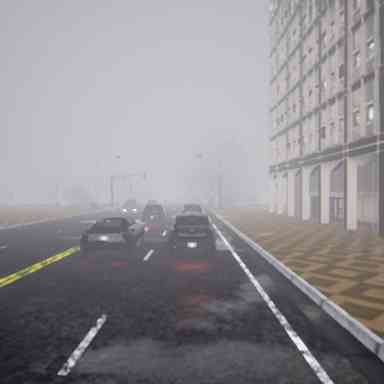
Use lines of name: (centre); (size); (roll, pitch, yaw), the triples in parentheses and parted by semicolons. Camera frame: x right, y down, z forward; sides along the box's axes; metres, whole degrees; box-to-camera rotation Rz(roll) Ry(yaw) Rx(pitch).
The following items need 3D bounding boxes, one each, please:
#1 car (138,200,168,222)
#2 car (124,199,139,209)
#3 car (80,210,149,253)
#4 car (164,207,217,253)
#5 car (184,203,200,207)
car: (-3.243, 1.779, 29.290); (1.837, 1.490, 4.892); (0, 0, 0)
car: (-9.750, 1.959, 54.259); (1.882, 1.535, 5.008); (0, -1, 0)
car: (-3.244, 1.699, 14.285); (1.994, 1.385, 4.181); (0, 0, 0)
car: (0.005, 1.644, 14.300); (1.837, 1.490, 4.892); (0, 0, 0)
car: (0.007, 1.779, 29.295); (1.837, 1.490, 4.892); (0, 0, 0)
